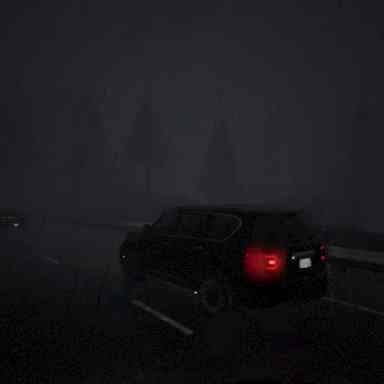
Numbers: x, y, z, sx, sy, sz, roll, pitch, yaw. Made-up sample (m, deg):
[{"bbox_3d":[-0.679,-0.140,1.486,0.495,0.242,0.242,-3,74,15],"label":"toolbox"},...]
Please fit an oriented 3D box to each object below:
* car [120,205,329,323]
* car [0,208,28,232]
[{"bbox_3d":[0.311,1.317,7.760,2.150,2.045,5.566,1,-1,-37],"label":"car"},{"bbox_3d":[-12.236,1.752,21.353,4.902,1.511,2.128,-1,-1,42],"label":"car"}]
